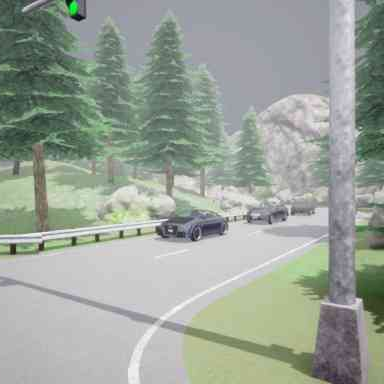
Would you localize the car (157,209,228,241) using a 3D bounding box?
[{"bbox_3d":[0.143,1.582,16.797,1.994,1.385,4.181,0,0,34],"label":"car"}]

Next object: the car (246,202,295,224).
[{"bbox_3d":[5.738,1.511,25.018,2.128,1.511,4.902,0,0,34],"label":"car"}]

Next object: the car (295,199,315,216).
[{"bbox_3d":[11.271,1.525,33.609,1.837,1.490,4.892,0,0,27],"label":"car"}]
